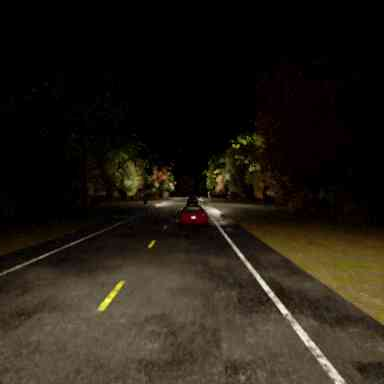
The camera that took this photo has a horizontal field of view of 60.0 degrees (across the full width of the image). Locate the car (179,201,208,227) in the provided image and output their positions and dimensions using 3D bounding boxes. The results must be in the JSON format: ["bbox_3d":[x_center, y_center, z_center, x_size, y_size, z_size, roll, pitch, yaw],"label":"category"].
[{"bbox_3d":[0.100,1.602,23.389,1.994,1.385,4.181,0,0,0],"label":"car"}]

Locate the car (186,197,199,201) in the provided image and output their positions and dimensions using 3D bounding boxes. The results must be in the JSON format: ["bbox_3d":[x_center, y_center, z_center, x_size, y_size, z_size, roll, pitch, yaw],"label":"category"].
[{"bbox_3d":[0.098,1.598,57.286,1.837,1.490,4.892,0,0,0],"label":"car"}]
